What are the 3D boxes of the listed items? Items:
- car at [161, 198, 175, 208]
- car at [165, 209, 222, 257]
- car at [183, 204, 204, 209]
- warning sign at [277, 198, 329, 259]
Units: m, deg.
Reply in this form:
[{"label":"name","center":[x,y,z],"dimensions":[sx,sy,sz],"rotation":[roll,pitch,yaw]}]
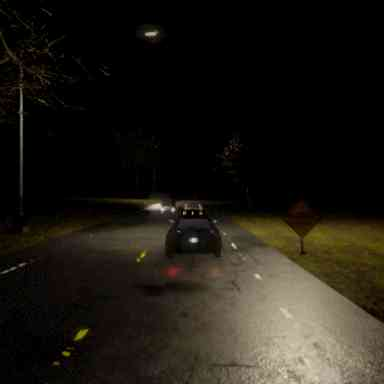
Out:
[{"label":"car","center":[-3.573,1.587,50.528],"dimensions":[1.882,1.535,5.008],"rotation":[0,0,0]},{"label":"car","center":[0.068,1.570,12.959],"dimensions":[1.994,1.385,4.181],"rotation":[0,0,0]},{"label":"car","center":[0.066,1.641,27.437],"dimensions":[1.895,1.301,4.718],"rotation":[0,0,0]},{"label":"warning sign","center":[3.537,1.120,10.720],"dimensions":[1.300,1.860,1.060],"rotation":[-1,-1,0]}]
